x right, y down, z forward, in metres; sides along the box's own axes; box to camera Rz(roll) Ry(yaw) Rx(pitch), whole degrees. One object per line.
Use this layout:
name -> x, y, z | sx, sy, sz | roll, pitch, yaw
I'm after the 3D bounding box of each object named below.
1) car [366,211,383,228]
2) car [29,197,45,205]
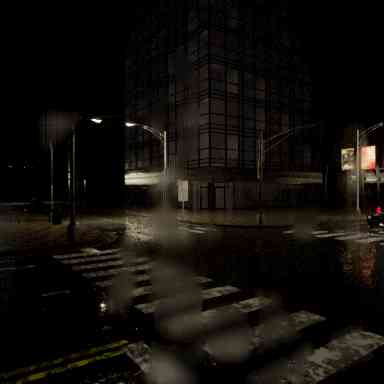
car -> 12.949, 1.606, 20.809 | 4.718, 1.301, 1.895 | 0, 0, -35
car -> -28.678, 1.690, 61.458 | 2.033, 1.411, 5.357 | 0, 0, -36
